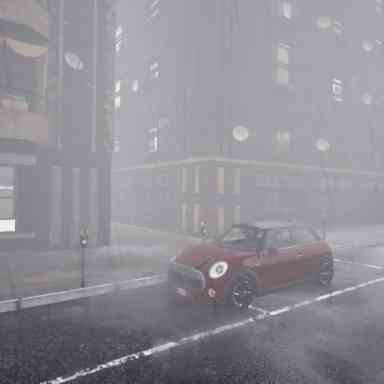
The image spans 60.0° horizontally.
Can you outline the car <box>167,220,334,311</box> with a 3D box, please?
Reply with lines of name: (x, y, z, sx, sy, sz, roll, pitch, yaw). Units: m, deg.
car: (1.426, 1.442, 7.722, 4.097, 1.590, 1.967, 0, 1, -36)
